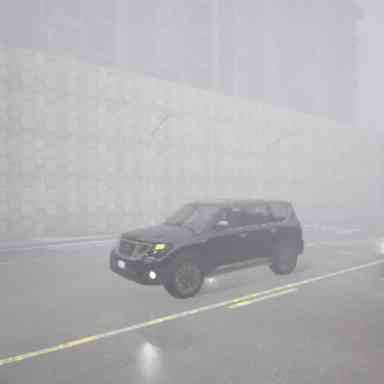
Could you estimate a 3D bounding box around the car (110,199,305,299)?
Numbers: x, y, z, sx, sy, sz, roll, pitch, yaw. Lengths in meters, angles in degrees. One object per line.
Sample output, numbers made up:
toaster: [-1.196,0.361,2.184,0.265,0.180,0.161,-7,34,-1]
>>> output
car: [0.690,1.222,8.865,5.566,2.045,2.150,0,0,-37]

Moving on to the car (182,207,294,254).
car: [2.098,1.504,14.251,4.892,1.490,1.837,0,0,-36]
